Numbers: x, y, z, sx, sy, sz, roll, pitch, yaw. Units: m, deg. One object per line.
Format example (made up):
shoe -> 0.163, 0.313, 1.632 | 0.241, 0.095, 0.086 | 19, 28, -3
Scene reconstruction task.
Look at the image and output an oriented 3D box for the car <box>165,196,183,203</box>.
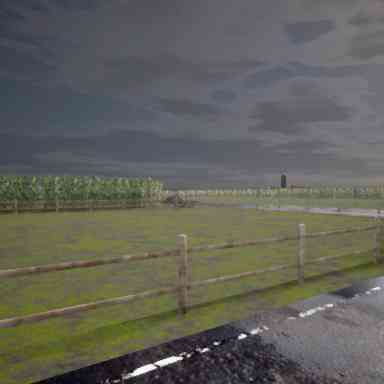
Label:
car -> -3.478, 1.476, 64.526 | 1.994, 1.385, 4.181 | -1, 0, -35
